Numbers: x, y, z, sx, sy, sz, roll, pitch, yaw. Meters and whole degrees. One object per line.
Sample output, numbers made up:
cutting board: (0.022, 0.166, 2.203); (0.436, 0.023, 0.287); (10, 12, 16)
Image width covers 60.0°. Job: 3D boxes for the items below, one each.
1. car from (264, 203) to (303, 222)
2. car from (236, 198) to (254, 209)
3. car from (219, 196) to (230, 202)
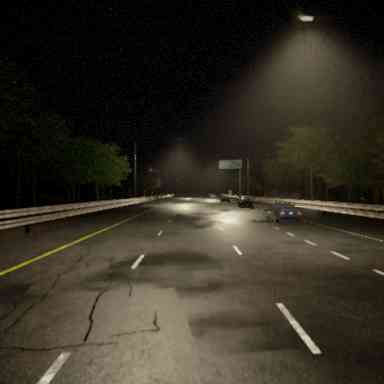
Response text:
car: (7.033, 1.565, 26.060); (2.033, 1.411, 5.357); (0, 0, 0)
car: (7.104, 1.524, 45.087); (2.128, 1.511, 4.902); (0, 0, 0)
car: (7.292, 1.600, 74.667); (1.994, 1.385, 4.181); (0, 0, 0)
